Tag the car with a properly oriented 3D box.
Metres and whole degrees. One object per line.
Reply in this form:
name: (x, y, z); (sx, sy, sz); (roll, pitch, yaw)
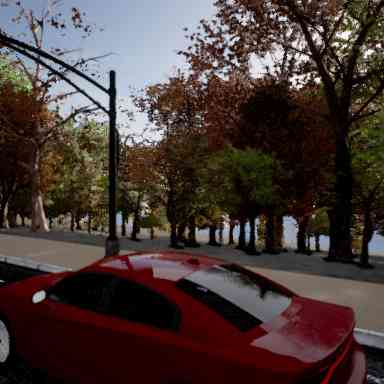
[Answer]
car: (-0.657, 1.504, 4.148); (5.008, 1.535, 1.882); (0, 0, 35)
